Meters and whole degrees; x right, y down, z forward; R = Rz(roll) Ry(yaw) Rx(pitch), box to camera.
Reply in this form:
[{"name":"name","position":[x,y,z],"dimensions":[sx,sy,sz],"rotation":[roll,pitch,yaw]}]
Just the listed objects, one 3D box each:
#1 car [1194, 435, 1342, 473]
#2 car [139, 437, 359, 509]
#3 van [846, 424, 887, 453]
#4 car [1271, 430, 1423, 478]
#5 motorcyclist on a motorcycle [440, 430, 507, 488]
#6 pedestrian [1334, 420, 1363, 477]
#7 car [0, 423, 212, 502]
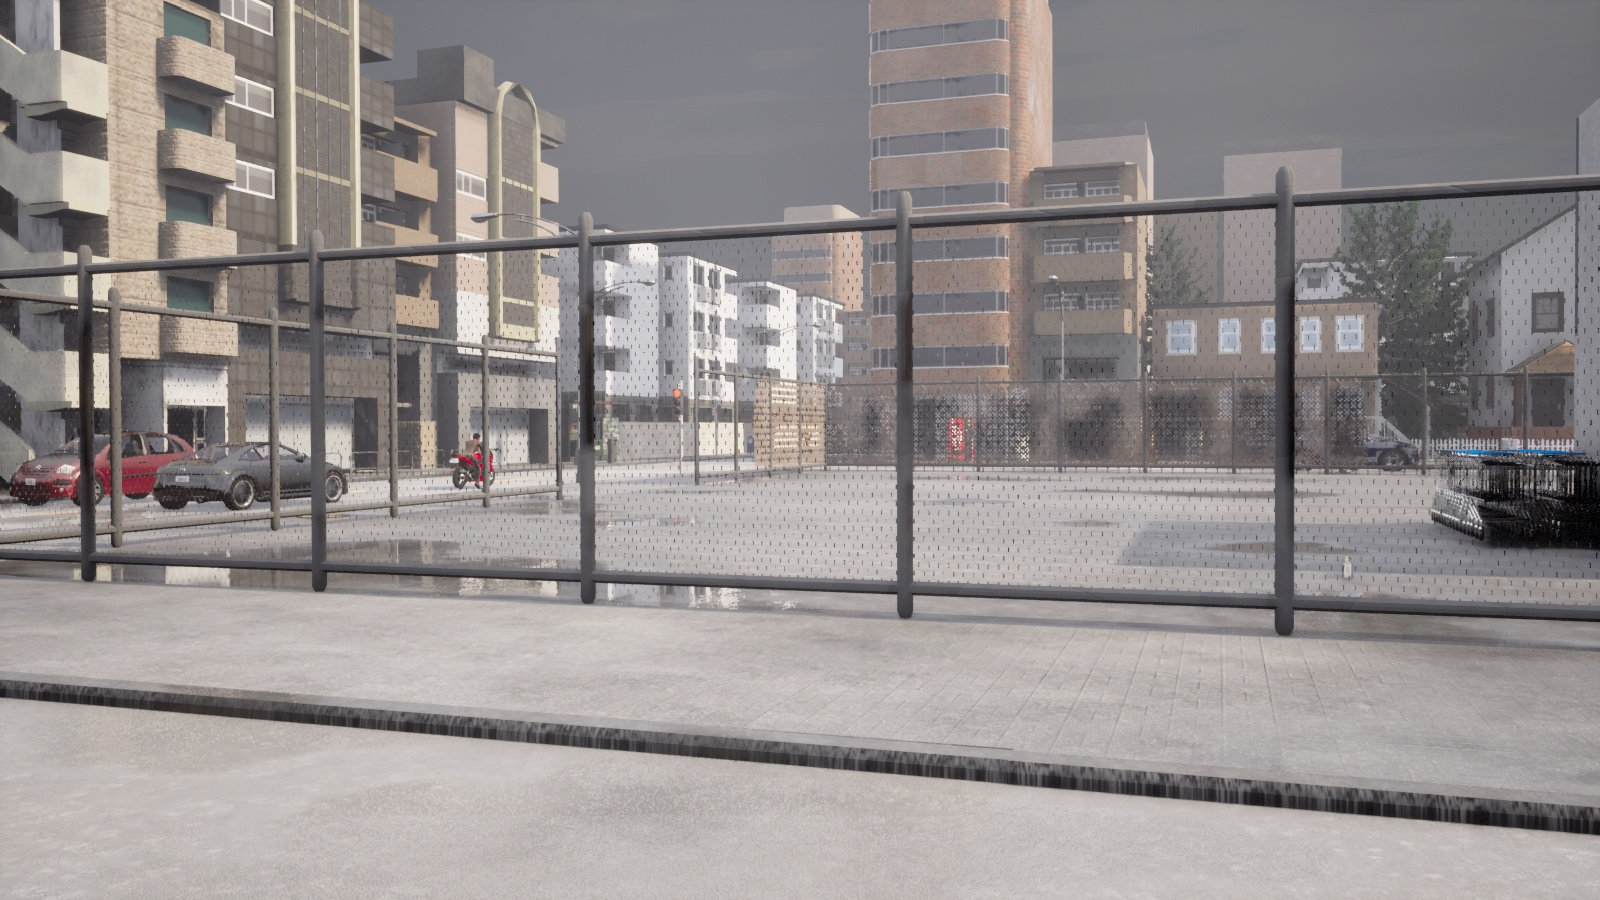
[{"name":"car","position":[18.376,0.149,49.566],"dimensions":[5.357,1.411,2.033],"rotation":[1,1,19]},{"name":"car","position":[-11.558,0.420,26.662],"dimensions":[1.994,1.385,4.181],"rotation":[1,1,18]},{"name":"van","position":[4.679,-0.807,87.688],"dimensions":[1.775,1.987,4.442],"rotation":[1,1,19]},{"name":"car","position":[19.504,0.109,44.994],"dimensions":[4.856,1.649,2.033],"rotation":[1,1,20]},{"name":"motorcyclist on a motorcycle","position":[-8.945,0.223,34.468],"dimensions":[0.797,1.523,2.044],"rotation":[1,1,19]},{"name":"pedestrian","position":[17.671,-0.045,40.469],"dimensions":[0.703,1.840,0.431],"rotation":[0,1,-1]},{"name":"car","position":[-15.348,0.220,27.949],"dimensions":[1.851,1.617,3.988],"rotation":[1,1,18]}]
